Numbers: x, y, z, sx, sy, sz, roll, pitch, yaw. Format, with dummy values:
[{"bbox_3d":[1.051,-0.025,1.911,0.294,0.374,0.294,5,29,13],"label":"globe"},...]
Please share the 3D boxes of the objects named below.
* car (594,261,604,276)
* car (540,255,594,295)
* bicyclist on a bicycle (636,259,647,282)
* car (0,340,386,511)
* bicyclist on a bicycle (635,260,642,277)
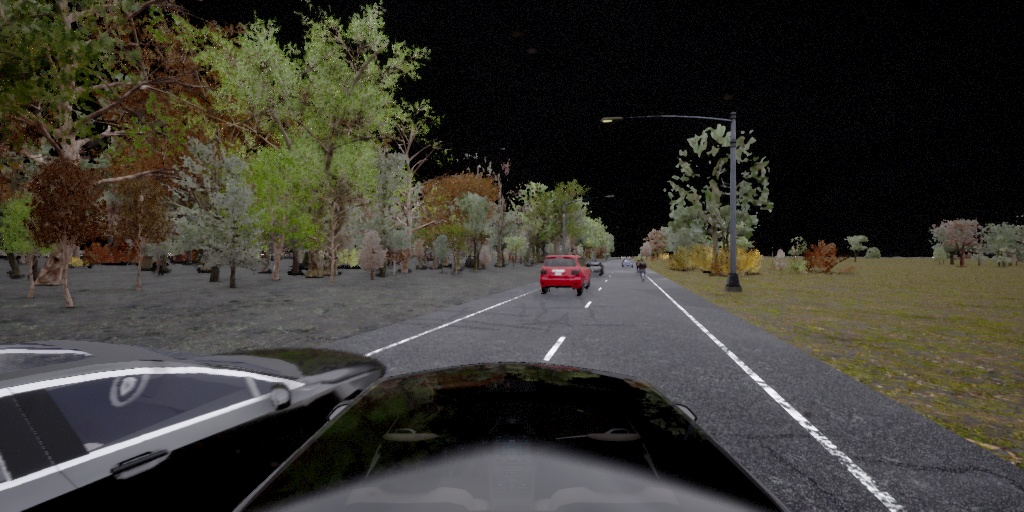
[{"bbox_3d":[8.692,1.250,37.844,2.128,1.511,4.902,0,0,18],"label":"car"},{"bbox_3d":[3.084,0.975,20.080,2.150,2.045,5.566,0,0,18],"label":"car"},{"bbox_3d":[9.956,1.127,27.343,0.659,1.776,1.843,0,0,17],"label":"bicyclist on a bicycle"},{"bbox_3d":[-2.638,1.241,1.957,2.128,1.511,4.902,0,0,18],"label":"car"},{"bbox_3d":[12.606,1.212,35.736,0.582,1.620,1.656,0,0,17],"label":"bicyclist on a bicycle"}]
